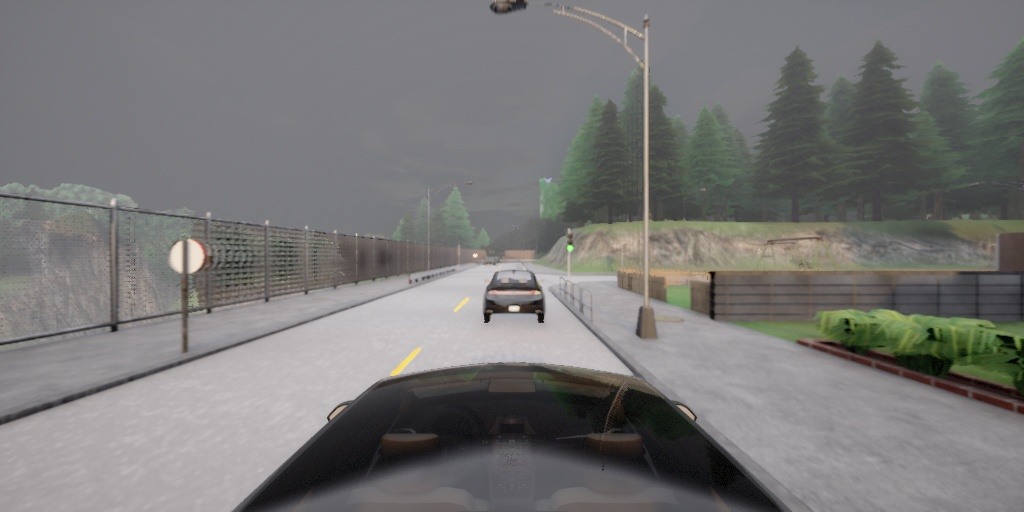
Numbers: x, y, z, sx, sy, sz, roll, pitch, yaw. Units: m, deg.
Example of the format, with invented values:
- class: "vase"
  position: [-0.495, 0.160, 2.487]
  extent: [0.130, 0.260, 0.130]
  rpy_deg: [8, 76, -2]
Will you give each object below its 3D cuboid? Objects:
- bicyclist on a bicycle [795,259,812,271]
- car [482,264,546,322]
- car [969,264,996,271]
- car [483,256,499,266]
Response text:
- class: "bicyclist on a bicycle"
  position: [19.811, 1.017, 24.363]
  extent: [0.582, 1.620, 1.656]
  rpy_deg: [0, 0, 0]
- class: "car"
  position: [0.070, 1.205, 12.079]
  extent: [2.128, 1.511, 4.902]
  rpy_deg: [0, 0, 0]
- class: "car"
  position: [39.966, 1.251, 28.635]
  extent: [4.718, 1.301, 1.895]
  rpy_deg: [0, 0, 0]
- class: "car"
  position: [-3.977, 0.885, 64.191]
  extent: [2.097, 1.767, 4.553]
  rpy_deg: [0, 0, 1]
